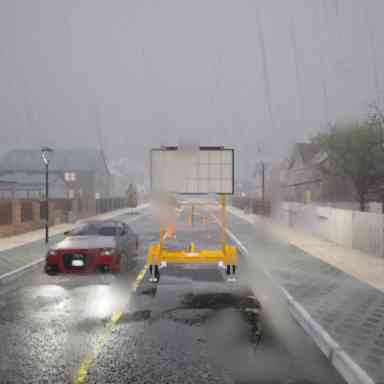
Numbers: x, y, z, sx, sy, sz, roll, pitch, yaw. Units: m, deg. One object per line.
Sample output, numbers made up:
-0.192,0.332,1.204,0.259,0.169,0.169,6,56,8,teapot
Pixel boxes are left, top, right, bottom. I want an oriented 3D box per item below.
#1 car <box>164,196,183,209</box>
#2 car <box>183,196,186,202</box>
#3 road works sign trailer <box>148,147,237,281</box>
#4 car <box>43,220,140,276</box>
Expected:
-2.725,1.437,45.766,2.097,1.767,4.553,0,0,0,car
-2.704,1.882,89.297,1.994,1.385,4.181,0,0,0,car
0.019,0.469,9.835,2.380,3.560,2.880,0,0,0,road works sign trailer
-2.843,1.569,10.246,1.994,1.385,4.181,0,0,0,car
